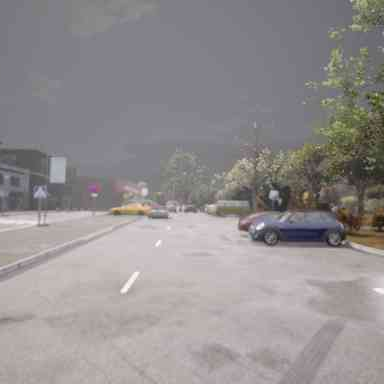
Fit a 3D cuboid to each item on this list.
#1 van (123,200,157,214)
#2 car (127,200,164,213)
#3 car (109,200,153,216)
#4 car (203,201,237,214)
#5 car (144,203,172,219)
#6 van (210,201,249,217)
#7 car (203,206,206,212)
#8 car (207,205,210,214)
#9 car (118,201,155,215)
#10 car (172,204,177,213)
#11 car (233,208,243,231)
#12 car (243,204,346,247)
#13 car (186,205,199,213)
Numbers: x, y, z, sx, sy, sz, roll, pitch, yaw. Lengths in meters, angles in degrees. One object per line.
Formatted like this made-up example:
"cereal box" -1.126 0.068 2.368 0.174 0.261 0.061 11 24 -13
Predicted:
"van" -7.293 2.115 47.197 4.442 1.987 1.878 1 -2 0
"car" -7.442 2.328 53.384 5.566 2.045 2.435 1 -2 -1
"car" -7.545 2.133 41.235 5.366 1.575 1.946 1 -2 0
"car" 4.716 2.686 57.322 5.566 2.045 2.435 1 -3 -1
"car" -3.477 2.136 34.860 1.895 1.301 4.718 1 -1 0
"van" 4.798 2.078 40.696 4.442 1.987 1.878 1 -2 0
"car" 4.789 2.447 51.865 5.566 2.045 2.435 1 -3 -1
"car" 5.073 2.393 43.484 5.366 1.575 1.946 1 -2 0
"car" -7.353 2.106 44.157 4.553 1.767 2.185 1 -2 0
"car" -3.625 2.904 58.328 1.812 1.442 4.674 1 -3 0
"car" 5.059 1.902 19.900 4.674 1.452 2.002 1 -1 0
"car" 5.134 1.690 16.733 4.553 1.767 2.185 1 -1 0
"car" 0.088 3.139 62.578 1.837 1.490 4.892 -1 -3 9
